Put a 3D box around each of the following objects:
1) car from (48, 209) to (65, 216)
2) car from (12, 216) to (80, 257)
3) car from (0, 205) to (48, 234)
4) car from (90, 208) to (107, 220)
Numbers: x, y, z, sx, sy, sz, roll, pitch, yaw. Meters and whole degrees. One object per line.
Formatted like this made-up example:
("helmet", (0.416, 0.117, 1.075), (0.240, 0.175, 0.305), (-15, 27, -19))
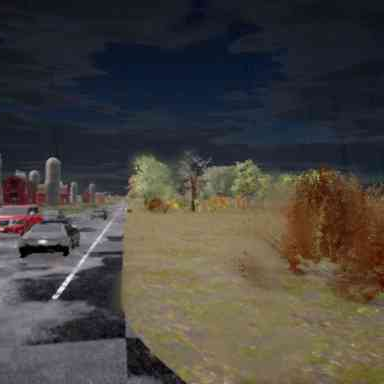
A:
("car", (-13.508, 2.442, 32.100), (1.837, 1.490, 4.892), (0, -2, -11))
("car", (-6.318, 2.001, 15.138), (1.994, 1.385, 4.181), (0, -2, -12))
("car", (-11.476, 1.858, 21.898), (2.150, 2.045, 5.566), (0, -2, -11))
("car", (-11.818, 2.728, 42.238), (2.128, 1.511, 4.902), (0, -2, -11))
